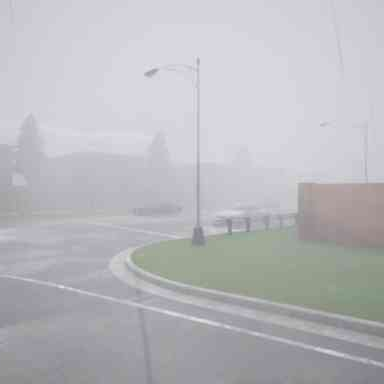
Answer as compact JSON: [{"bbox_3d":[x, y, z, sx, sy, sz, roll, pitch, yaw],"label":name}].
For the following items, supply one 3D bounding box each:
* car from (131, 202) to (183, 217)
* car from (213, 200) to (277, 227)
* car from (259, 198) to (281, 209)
[{"bbox_3d":[-3.217,1.572,30.708,4.718,1.301,1.895,0,0,-43],"label":"car"},{"bbox_3d":[3.497,1.513,22.586,4.674,1.442,1.812,0,0,-43],"label":"car"},{"bbox_3d":[9.473,1.470,42.437,4.902,1.511,2.128,0,0,-43],"label":"car"}]
